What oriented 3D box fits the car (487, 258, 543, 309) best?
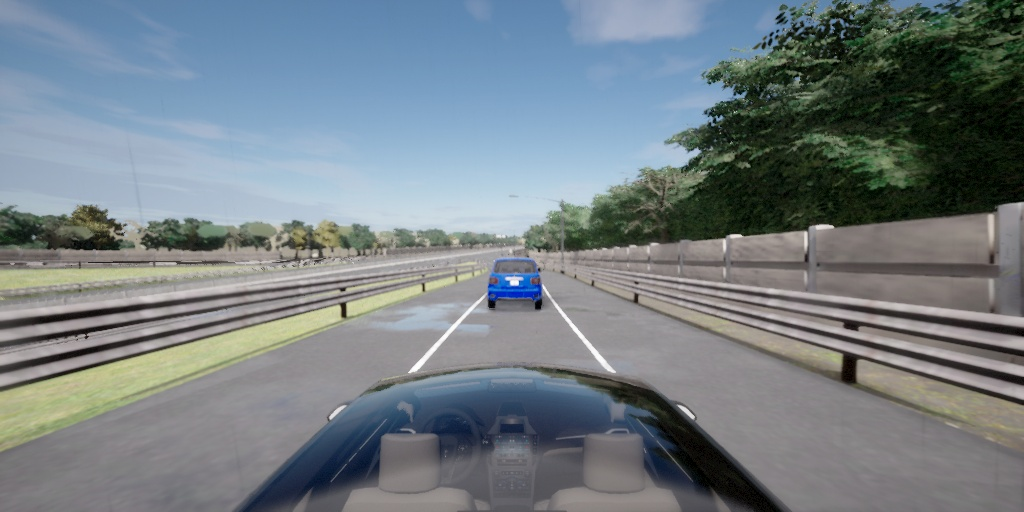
[{"bbox_3d":[0.162,1.095,15.777,2.150,2.045,5.566,0,0,2],"label":"car"}]
